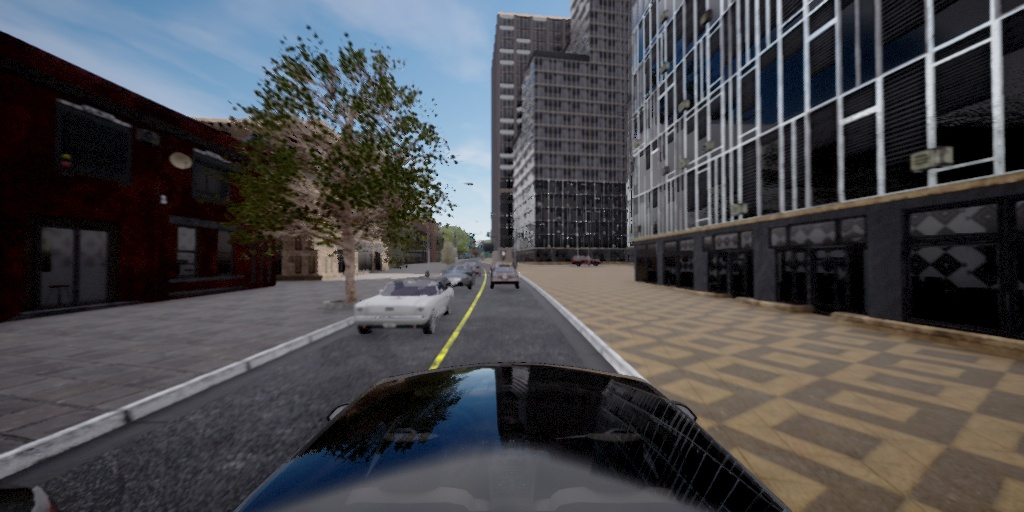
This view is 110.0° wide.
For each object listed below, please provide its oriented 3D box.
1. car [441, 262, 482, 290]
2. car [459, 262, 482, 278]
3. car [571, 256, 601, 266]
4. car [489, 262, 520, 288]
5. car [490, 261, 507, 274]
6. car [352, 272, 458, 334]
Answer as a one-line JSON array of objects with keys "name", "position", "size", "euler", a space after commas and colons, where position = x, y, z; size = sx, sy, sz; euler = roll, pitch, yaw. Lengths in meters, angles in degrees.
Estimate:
[{"name": "car", "position": [-3.272, 1.216, 22.454], "size": [2.128, 1.511, 4.902], "euler": [0, 0, -2]}, {"name": "car", "position": [-3.936, 1.274, 34.626], "size": [1.994, 1.385, 4.181], "euler": [0, 0, -3]}, {"name": "car", "position": [12.776, 0.855, 61.869], "size": [5.009, 1.841, 2.192], "euler": [0, 0, 14]}, {"name": "car", "position": [-0.500, 1.272, 23.339], "size": [2.033, 1.411, 5.357], "euler": [0, 0, -2]}, {"name": "car", "position": [-1.623, 1.301, 41.726], "size": [1.895, 1.301, 4.718], "euler": [0, 0, -4]}, {"name": "car", "position": [-2.961, 1.343, 10.733], "size": [1.895, 1.301, 4.718], "euler": [0, 0, -1]}]
